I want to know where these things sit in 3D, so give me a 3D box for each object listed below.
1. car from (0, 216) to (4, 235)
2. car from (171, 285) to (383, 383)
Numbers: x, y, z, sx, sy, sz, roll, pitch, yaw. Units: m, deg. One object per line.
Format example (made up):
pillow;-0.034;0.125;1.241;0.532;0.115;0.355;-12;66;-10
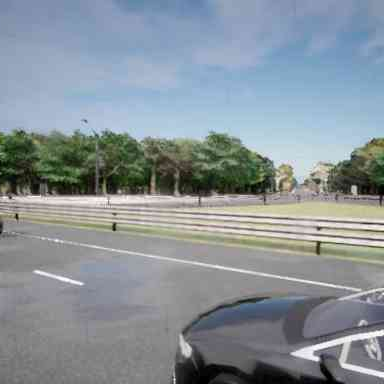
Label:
car;-10.973;1.379;16.345;4.674;1.442;1.812;1;0;36
car;2.052;1.495;2.544;4.902;1.511;2.128;1;0;35
